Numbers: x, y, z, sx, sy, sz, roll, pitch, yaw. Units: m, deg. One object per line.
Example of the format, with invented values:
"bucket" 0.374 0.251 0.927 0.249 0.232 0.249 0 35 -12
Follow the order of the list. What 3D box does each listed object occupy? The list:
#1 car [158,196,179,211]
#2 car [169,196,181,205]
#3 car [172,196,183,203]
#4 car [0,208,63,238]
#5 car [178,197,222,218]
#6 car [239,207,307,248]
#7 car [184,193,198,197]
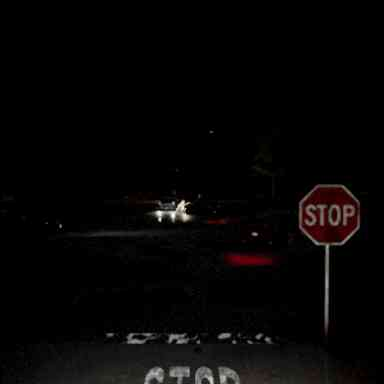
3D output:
"car" -2.962 1.310 40.513 2.097 1.767 4.553 0 0 -1
"car" -3.043 1.523 59.882 1.994 1.385 4.181 0 0 0
"car" -3.078 1.479 70.290 2.033 1.411 5.357 0 0 0
"car" -9.631 1.660 18.127 4.902 1.511 2.128 -1 1 0
"car" 0.903 1.450 29.938 2.128 1.511 4.902 0 0 -24
"car" 3.955 1.412 14.703 1.882 1.535 5.008 -1 1 38
"car" -0.147 1.178 56.682 2.150 2.045 5.566 0 0 0
